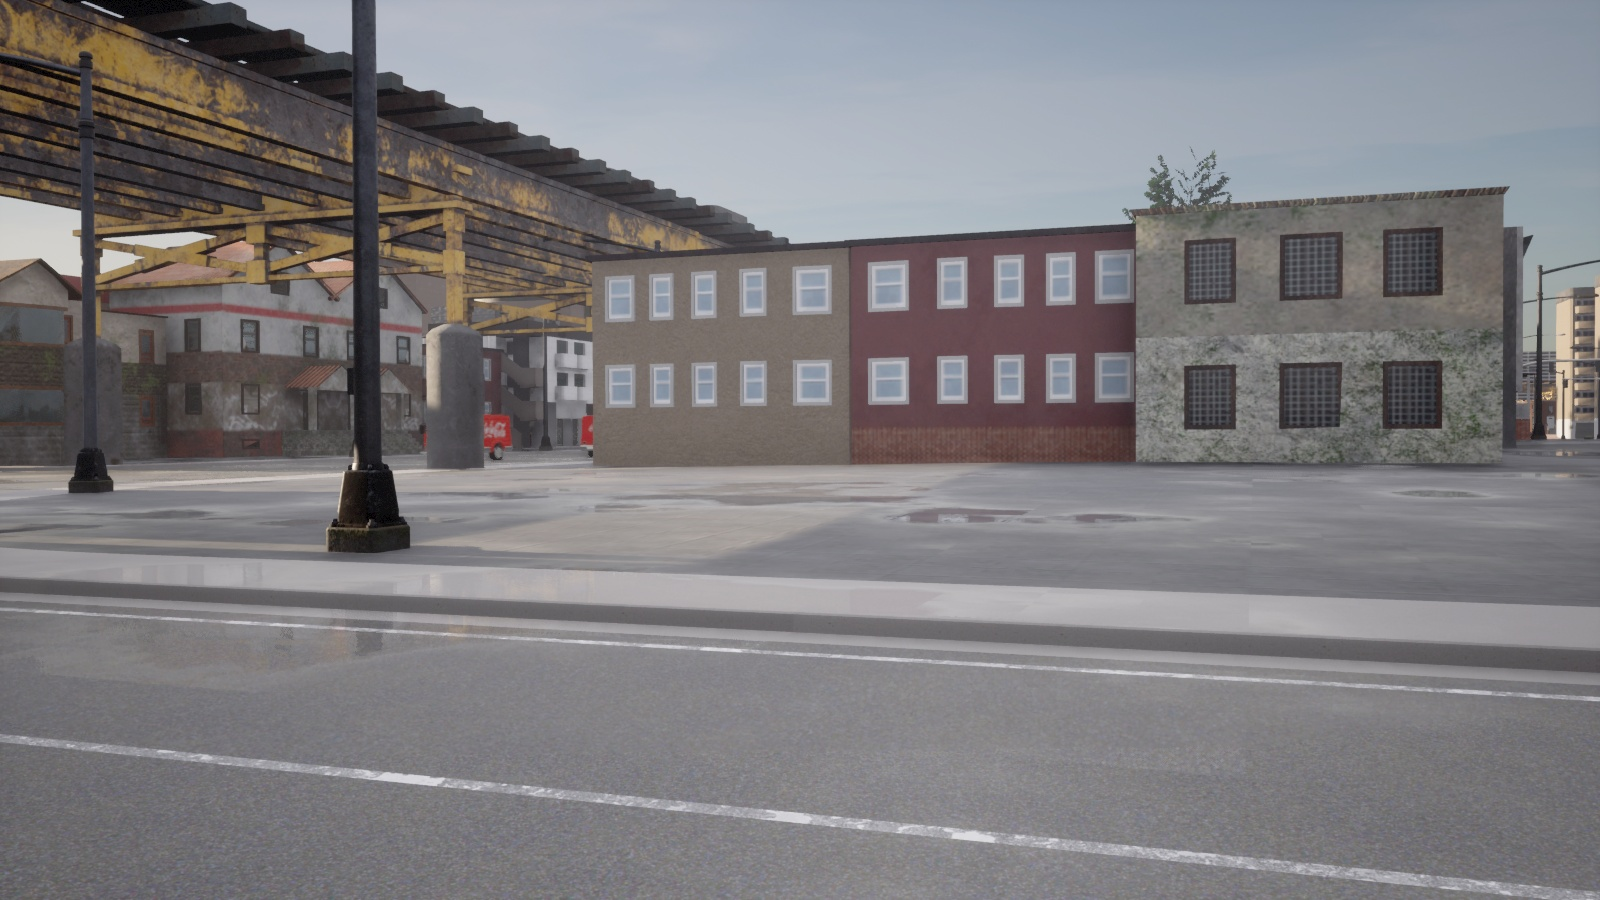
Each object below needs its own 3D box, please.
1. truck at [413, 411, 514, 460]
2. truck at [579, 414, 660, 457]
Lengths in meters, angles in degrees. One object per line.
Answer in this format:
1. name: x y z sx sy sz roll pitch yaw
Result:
1. truck: -17.644 -0.785 66.087 2.627 2.467 5.204 1 1 20
2. truck: -10.724 -0.900 74.904 2.627 2.467 5.204 1 1 20
